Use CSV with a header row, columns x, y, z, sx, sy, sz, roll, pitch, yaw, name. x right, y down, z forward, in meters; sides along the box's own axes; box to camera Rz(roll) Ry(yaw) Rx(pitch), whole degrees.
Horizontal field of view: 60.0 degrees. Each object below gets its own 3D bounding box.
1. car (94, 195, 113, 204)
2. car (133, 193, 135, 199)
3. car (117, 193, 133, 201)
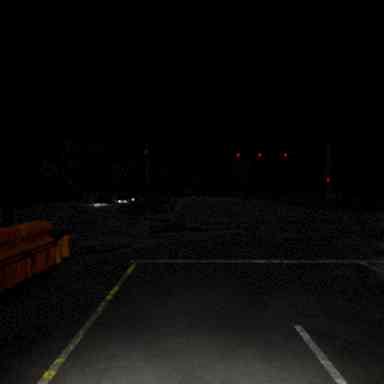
x,y,z,sx,sy,sz,roll,pitch,yaw,name
-14.053,1.155,53.035,2.033,1.411,5.357,0,0,0,car
-15.258,0.967,82.927,1.895,1.301,4.718,0,0,-10,car
-13.973,1.040,68.166,1.994,1.385,4.181,0,0,0,car
